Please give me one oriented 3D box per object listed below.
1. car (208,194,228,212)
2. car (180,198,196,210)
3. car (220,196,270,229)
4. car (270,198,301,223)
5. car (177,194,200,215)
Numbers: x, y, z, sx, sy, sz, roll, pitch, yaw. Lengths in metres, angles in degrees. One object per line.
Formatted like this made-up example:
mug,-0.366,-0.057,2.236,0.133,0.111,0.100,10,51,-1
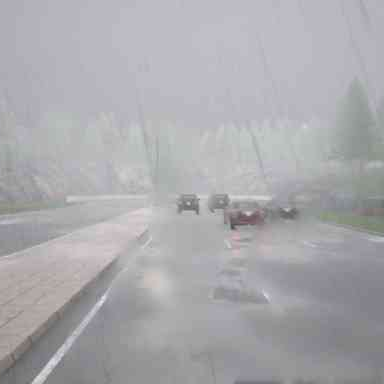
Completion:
car,3.089,1.223,38.037,2.150,2.045,5.566,0,0,-1
car,-0.485,1.547,44.518,2.033,1.411,5.357,0,0,0
car,3.300,1.353,21.676,2.097,1.767,4.553,0,0,-1
car,6.747,1.353,25.734,2.097,1.767,4.553,0,0,0
car,-0.367,1.221,34.337,2.150,2.045,5.566,0,0,0
